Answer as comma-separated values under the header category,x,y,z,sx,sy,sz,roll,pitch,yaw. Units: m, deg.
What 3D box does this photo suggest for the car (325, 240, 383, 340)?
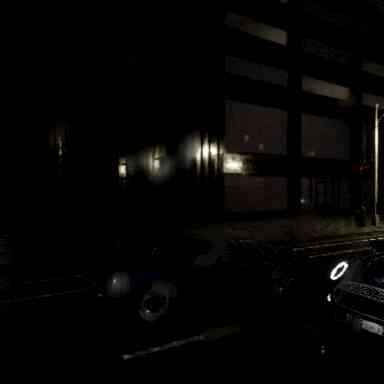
category,x,y,z,sx,sy,sz,roll,pitch,yaw
car,4.480,1.335,5.882,4.553,1.767,2.097,0,1,-31

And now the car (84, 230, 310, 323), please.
category,x,y,z,sx,sy,sz,roll,pitch,yaw
car,0.235,1.536,7.110,4.718,1.301,1.895,0,1,-31
